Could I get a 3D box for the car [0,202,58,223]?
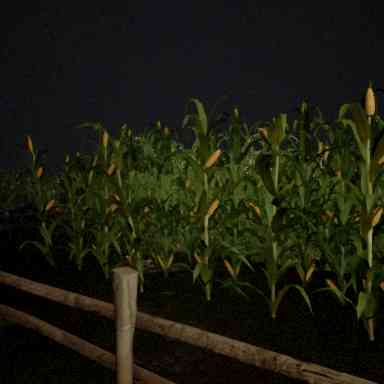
[{"bbox_3d":[-12.045,1.439,24.428,1.994,1.385,4.181,1,1,35],"label":"car"}]
